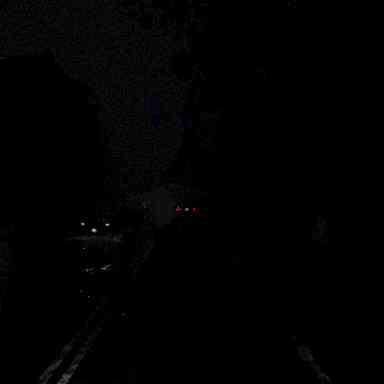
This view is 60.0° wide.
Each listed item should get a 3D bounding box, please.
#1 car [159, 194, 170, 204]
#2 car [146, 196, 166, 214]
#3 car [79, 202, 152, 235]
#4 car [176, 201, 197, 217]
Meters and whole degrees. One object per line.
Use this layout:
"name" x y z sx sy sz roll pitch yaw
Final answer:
"car" -4.849 1.199 55.825 1.837 1.490 4.892 0 1 -2
"car" -4.099 1.461 35.280 1.812 1.442 4.674 0 0 -2
"car" -4.402 1.555 19.470 2.033 1.411 5.357 0 0 13
"car" -0.506 1.516 30.715 2.033 1.411 5.357 0 0 -2
